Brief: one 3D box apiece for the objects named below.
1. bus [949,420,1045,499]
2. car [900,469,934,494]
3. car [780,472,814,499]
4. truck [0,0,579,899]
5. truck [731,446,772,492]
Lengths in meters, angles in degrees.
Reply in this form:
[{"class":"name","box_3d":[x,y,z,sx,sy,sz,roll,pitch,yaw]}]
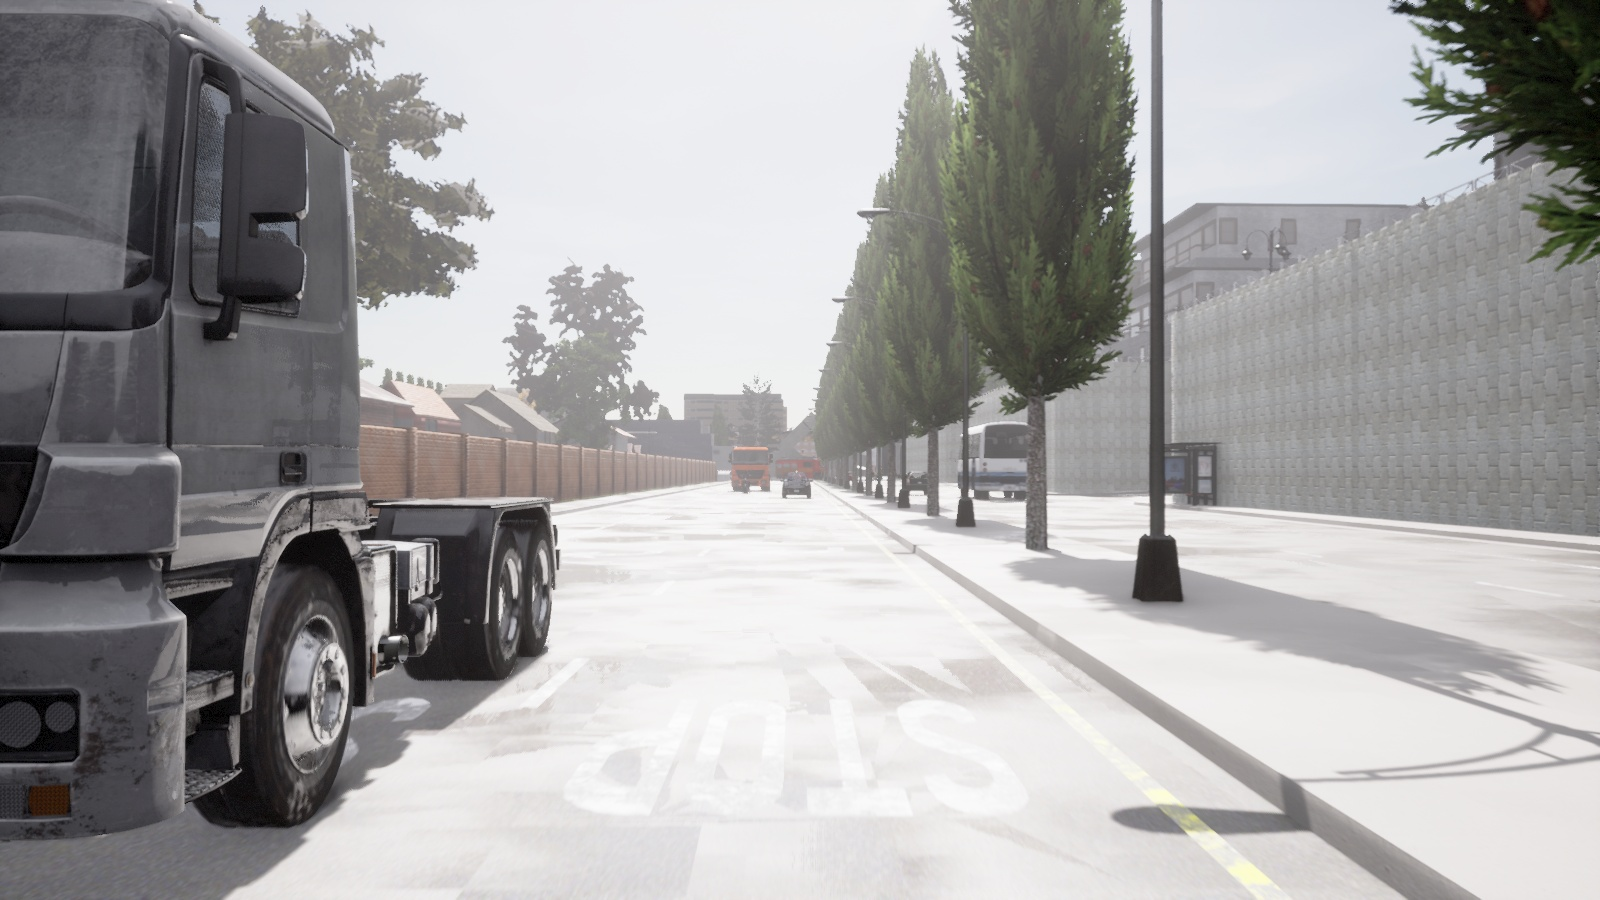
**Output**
[{"class":"bus","box_3d":[11.316,0.607,73.359,3.944,4.253,10.273,0,-1,0]},{"class":"car","box_3d":[7.796,2.087,83.953,1.851,1.617,3.988,0,-1,0]},{"class":"car","box_3d":[-0.174,2.032,71.819,1.845,1.501,3.633,0,-1,0]},{"class":"truck","box_3d":[-3.523,-0.021,7.903,2.891,3.462,7.936,0,-1,0]},{"class":"truck","box_3d":[-3.742,1.495,98.407,2.891,3.462,7.936,0,-1,0]}]
